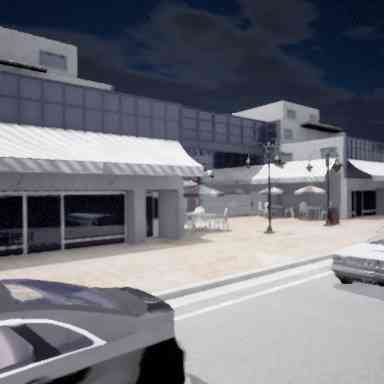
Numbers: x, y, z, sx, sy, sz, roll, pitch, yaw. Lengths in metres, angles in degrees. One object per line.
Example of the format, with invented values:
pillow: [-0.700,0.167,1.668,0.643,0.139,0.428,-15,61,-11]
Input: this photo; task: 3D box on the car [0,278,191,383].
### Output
car: [-2.284,1.531,2.264,4.902,1.511,2.128,-1,0,-38]

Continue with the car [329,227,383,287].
car: [5.450,1.538,8.323,4.718,1.301,1.895,-1,0,-38]
